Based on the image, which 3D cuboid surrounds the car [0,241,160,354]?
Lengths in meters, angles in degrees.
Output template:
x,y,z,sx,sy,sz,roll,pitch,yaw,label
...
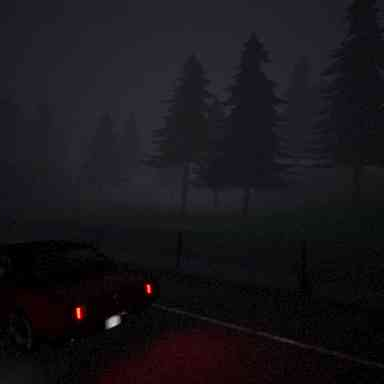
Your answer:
x,y,z,sx,sy,sz,roll,pitch,yaw,label
-2.936,1.572,6.080,4.718,1.301,1.895,0,0,35,car
